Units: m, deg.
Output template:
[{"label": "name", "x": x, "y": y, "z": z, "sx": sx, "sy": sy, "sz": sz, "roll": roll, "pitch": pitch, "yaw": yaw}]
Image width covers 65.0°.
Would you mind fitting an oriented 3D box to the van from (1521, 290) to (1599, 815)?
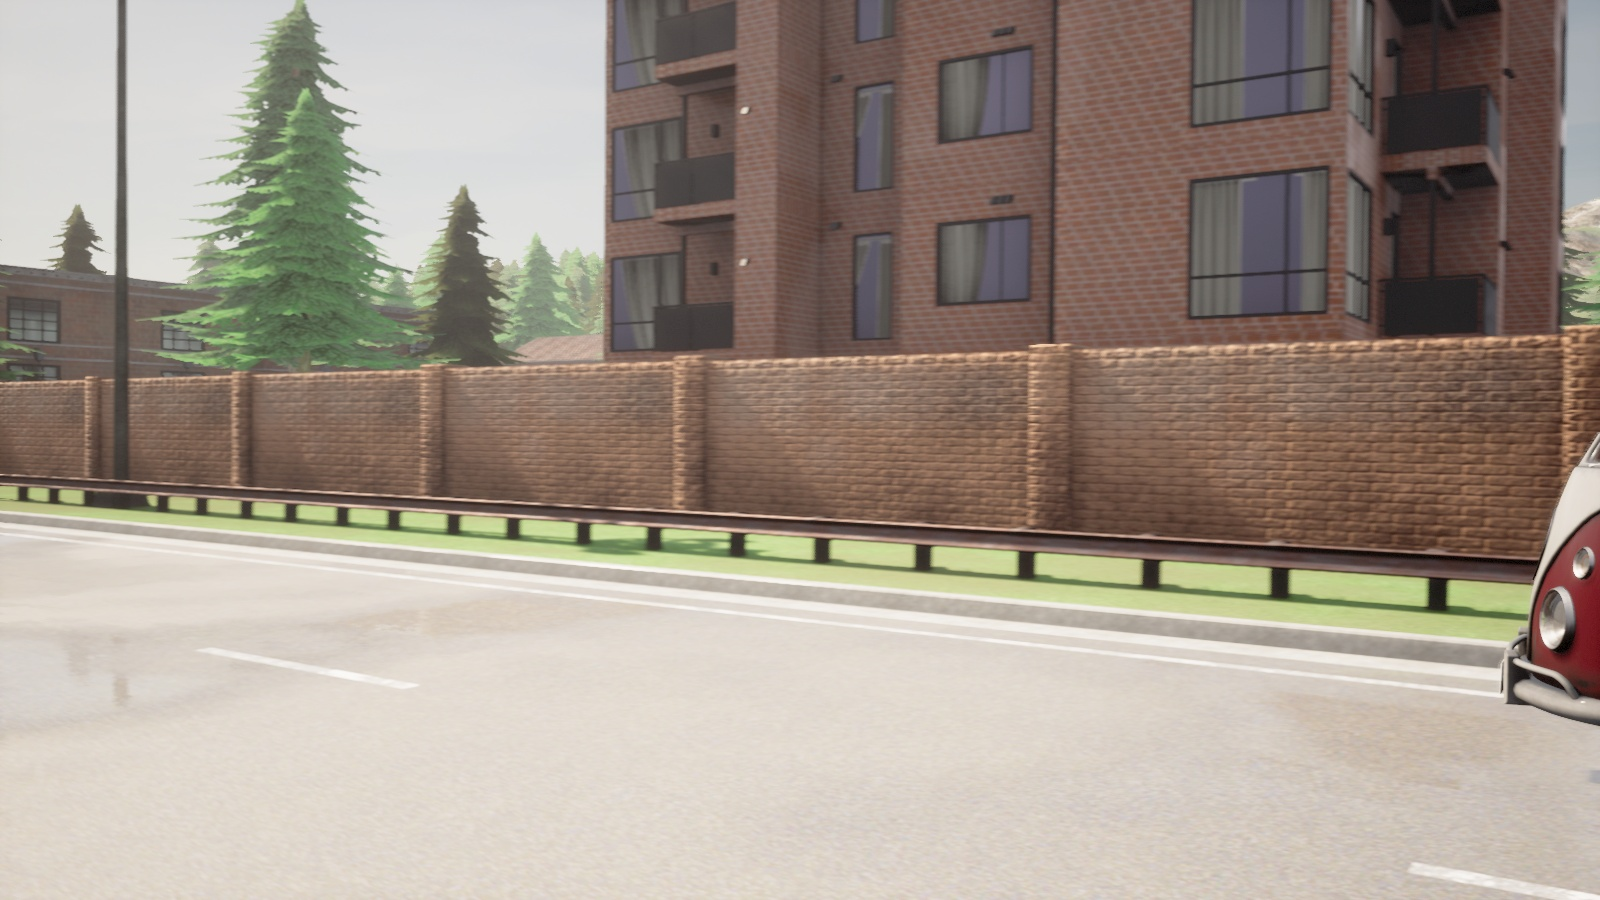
[{"label": "van", "x": 5.149, "y": 0.377, "z": 4.399, "sx": 4.442, "sy": 1.987, "sz": 1.775, "roll": 0, "pitch": 1, "yaw": 34}]
